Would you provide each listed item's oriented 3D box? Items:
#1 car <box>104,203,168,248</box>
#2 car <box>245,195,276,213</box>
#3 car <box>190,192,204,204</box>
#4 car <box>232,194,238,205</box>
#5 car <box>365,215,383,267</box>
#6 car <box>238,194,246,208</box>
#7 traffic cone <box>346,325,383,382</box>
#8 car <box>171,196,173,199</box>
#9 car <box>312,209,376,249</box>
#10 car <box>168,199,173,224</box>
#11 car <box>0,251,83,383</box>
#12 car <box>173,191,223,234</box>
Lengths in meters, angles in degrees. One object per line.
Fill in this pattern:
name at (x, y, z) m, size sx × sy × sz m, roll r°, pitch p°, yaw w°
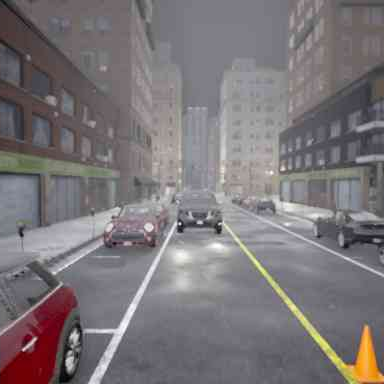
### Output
car at (-2.234, 1.248, 13.559) m, size 1.967 × 1.590 × 4.097 m, roll 0°, pitch 1°, yaw 0°
car at (6.421, 1.151, 30.259) m, size 2.008 × 1.369 × 4.403 m, roll 0°, pitch 1°, yaw 0°
car at (0.678, 0.806, 48.380) m, size 1.882 × 1.535 × 5.008 m, roll 0°, pitch 1°, yaw 0°
car at (6.499, 1.009, 41.430) m, size 1.947 × 1.339 × 4.313 m, roll 0°, pitch 1°, yaw 0°
car at (6.265, 1.474, 7.919) m, size 1.947 × 1.339 × 4.313 m, roll 0°, pitch 1°, yaw 0°
car at (6.461, 1.045, 36.014) m, size 1.752 × 1.417 × 4.829 m, roll 0°, pitch 1°, yaw 0°
traffic cone at (2.103, 1.905, 4.008) m, size 0.340 × 0.580 × 0.340 m, roll 0°, pitch 1°, yaw 0°
car at (-2.007, 0.884, 47.071) m, size 1.887 × 1.381 × 4.507 m, roll 0°, pitch 1°, yaw 0°
car at (6.304, 1.383, 13.504) m, size 2.008 × 1.369 × 4.403 m, roll 0°, pitch 1°, yaw 0°
car at (-2.195, 1.314, 19.146) m, size 1.802 × 1.307 × 4.206 m, roll 0°, pitch 1°, yaw 0°
car at (-2.309, 1.400, 2.389) m, size 1.967 × 1.590 × 4.097 m, roll 0°, pitch 1°, yaw 0°
car at (0.371, 0.980, 17.691) m, size 2.150 × 2.045 × 5.566 m, roll 0°, pitch 1°, yaw 0°
